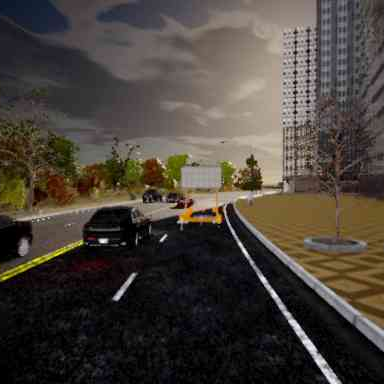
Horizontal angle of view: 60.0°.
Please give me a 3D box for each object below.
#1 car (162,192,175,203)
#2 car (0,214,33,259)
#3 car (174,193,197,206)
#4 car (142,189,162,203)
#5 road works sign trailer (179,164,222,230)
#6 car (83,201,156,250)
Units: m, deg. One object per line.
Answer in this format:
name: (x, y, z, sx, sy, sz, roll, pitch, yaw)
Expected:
car: (-2.815, 0.853, 50.902, 1.837, 1.490, 4.892, 0, 1, 8)
car: (-6.404, 1.351, 9.301, 1.882, 1.535, 5.008, 0, 1, 2)
car: (-0.602, 1.035, 41.555, 1.994, 1.385, 4.181, 0, 1, 7)
car: (-6.031, 0.558, 51.396, 2.150, 2.045, 5.566, 0, 1, 9)
road works sign trailer: (0.542, 0.222, 19.097, 2.380, 3.560, 2.880, 0, 1, 4)
car: (-2.836, 1.330, 13.418, 1.837, 1.490, 4.892, 0, 1, 2)
